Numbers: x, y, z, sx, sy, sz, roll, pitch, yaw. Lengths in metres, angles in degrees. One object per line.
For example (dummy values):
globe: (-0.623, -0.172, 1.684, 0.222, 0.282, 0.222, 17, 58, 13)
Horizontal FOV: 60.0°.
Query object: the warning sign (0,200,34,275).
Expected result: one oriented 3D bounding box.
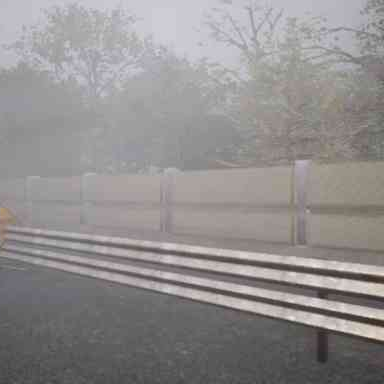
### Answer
warning sign: (-5.116, 1.162, 8.805, 1.060, 1.860, 1.300, -1, 0, 35)
